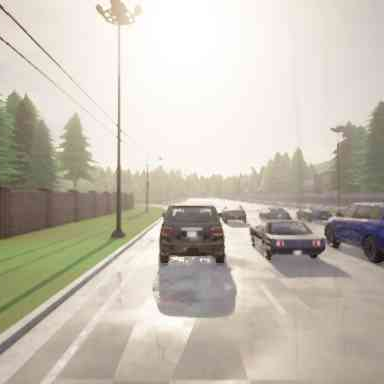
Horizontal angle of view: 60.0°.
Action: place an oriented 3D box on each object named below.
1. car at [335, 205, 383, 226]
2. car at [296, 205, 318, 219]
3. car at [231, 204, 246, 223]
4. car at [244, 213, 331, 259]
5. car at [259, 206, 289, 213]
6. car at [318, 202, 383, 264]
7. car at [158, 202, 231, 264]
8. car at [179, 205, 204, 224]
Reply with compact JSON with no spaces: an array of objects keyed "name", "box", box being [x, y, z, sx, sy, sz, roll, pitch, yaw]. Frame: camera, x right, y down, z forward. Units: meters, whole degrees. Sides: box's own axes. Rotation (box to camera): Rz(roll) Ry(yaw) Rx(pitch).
[{"name":"car","box":[14.003,1.849,27.523,2.033,1.411,5.357,0,-1,0]},{"name":"car","box":[10.516,1.842,28.881,1.812,1.442,4.674,0,0,1]},{"name":"car","box":[3.511,1.804,28.490,2.128,1.511,4.902,0,0,0]},{"name":"car","box":[3.511,1.747,13.241,1.895,1.301,4.718,0,-1,0]},{"name":"car","box":[7.011,1.876,28.488,1.994,1.385,4.181,0,-1,0]},{"name":"car","box":[7.005,1.364,12.578,2.150,2.045,5.566,0,0,0]},{"name":"car","box":[0.005,1.363,12.579,2.150,2.045,5.566,0,0,0]},{"name":"car","box":[0.008,1.876,28.498,1.994,1.385,4.181,0,-1,1]}]
